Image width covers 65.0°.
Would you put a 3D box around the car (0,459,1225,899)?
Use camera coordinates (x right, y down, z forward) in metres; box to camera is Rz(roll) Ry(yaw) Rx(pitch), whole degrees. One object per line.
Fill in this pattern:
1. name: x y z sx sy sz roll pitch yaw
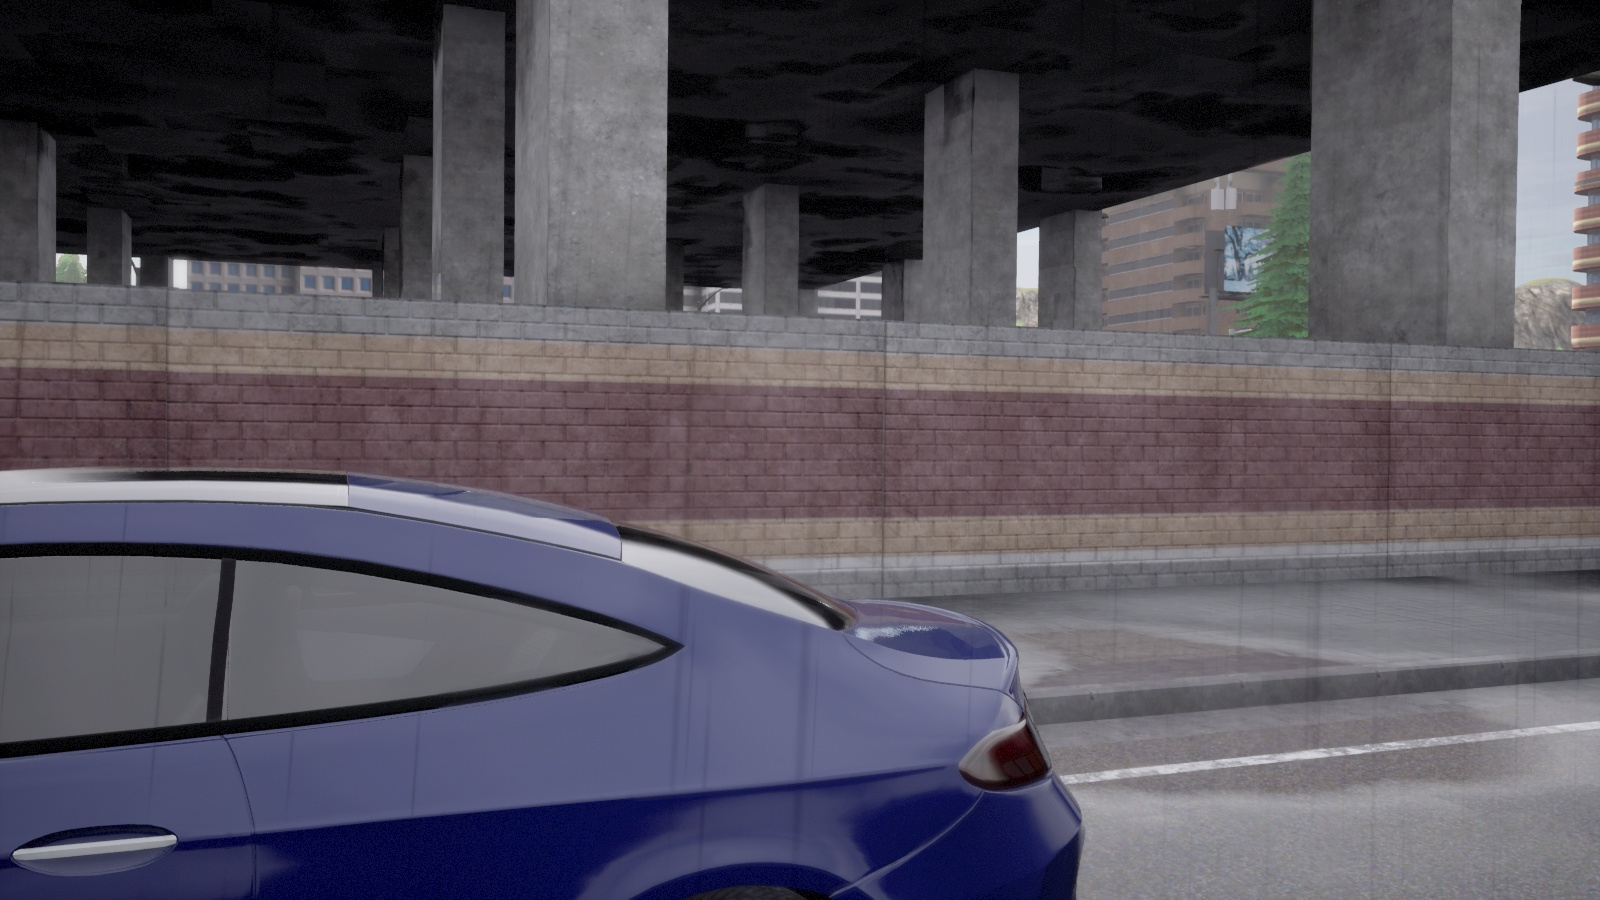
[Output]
1. car: -1.621 0.799 2.622 4.674 1.442 1.812 -1 1 -21
